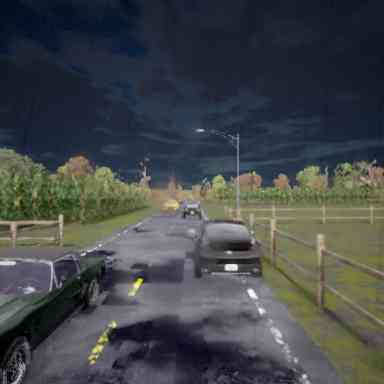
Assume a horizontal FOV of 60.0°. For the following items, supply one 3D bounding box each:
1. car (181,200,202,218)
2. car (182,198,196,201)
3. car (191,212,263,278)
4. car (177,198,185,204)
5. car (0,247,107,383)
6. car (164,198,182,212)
[{"bbox_3d":[0.046,1.864,34.469,1.812,1.442,4.674,0,-1,1],"label":"car"},{"bbox_3d":[0.038,1.806,47.302,2.097,1.767,4.553,0,0,0],"label":"car"},{"bbox_3d":[0.959,1.612,10.514,1.837,1.490,4.892,0,-1,0],"label":"car"},{"bbox_3d":[-2.770,2.351,85.510,1.994,1.385,4.181,0,0,0],"label":"car"},{"bbox_3d":[-2.852,1.655,5.269,1.895,1.301,4.718,0,-1,0],"label":"car"},{"bbox_3d":[-2.849,1.927,46.909,1.882,1.535,5.008,0,-1,0],"label":"car"}]
